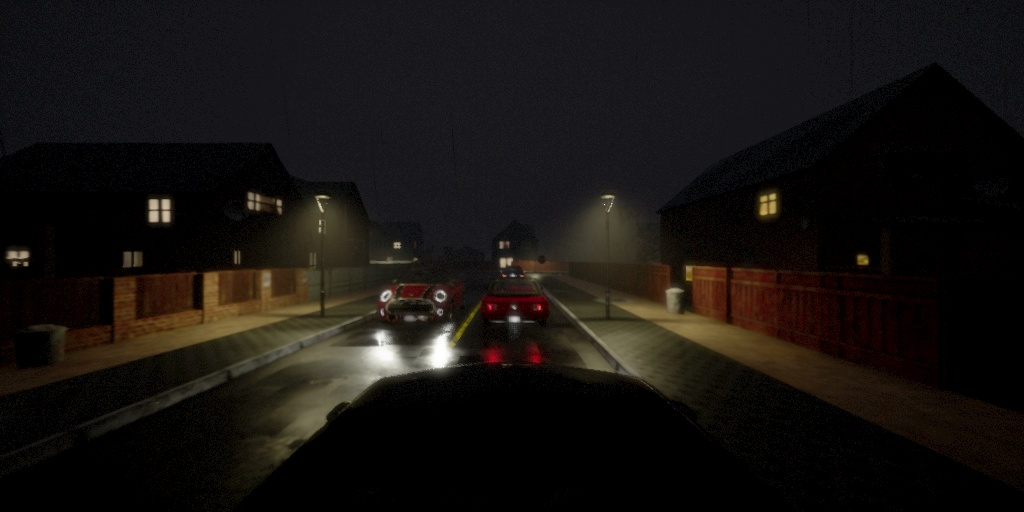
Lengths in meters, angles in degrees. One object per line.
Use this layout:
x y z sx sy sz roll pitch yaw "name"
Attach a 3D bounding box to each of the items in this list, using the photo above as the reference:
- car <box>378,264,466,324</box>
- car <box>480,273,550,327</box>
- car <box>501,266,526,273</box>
-2.846 1.164 12.239 2.097 1.767 4.553 0 0 0 "car"
0.088 1.410 11.775 1.895 1.301 4.718 0 0 0 "car"
0.094 1.486 27.983 2.033 1.411 5.357 0 -1 0 "car"
